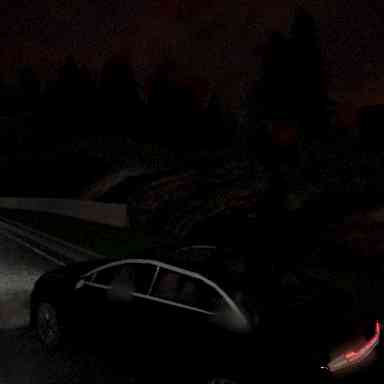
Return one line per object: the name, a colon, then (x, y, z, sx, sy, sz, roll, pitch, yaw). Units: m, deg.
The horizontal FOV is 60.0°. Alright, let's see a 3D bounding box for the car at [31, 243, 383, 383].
car: (-0.243, 1.445, 4.336, 4.902, 1.511, 2.128, 1, 1, 38)
